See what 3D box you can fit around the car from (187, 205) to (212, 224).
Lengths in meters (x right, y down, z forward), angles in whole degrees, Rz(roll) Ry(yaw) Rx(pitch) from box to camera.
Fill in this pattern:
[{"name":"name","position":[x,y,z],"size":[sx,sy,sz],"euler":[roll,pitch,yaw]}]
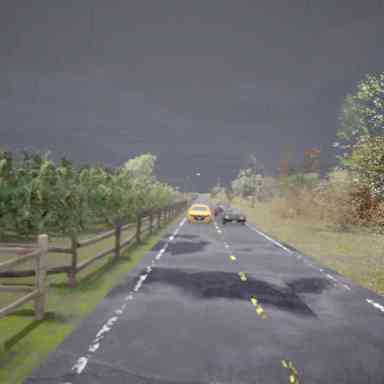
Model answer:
[{"name":"car","position":[0.657,1.847,28.901],"size":[1.882,1.535,5.008],"euler":[3,-1,2]}]

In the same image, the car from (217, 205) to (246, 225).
[{"name":"car","position":[3.483,2.107,28.895],"size":[1.895,1.301,4.718],"euler":[3,-1,2]}]

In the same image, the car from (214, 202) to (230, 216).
[{"name":"car","position":[3.776,2.001,40.823],"size":[2.097,1.767,4.553],"euler":[3,-1,2]}]
